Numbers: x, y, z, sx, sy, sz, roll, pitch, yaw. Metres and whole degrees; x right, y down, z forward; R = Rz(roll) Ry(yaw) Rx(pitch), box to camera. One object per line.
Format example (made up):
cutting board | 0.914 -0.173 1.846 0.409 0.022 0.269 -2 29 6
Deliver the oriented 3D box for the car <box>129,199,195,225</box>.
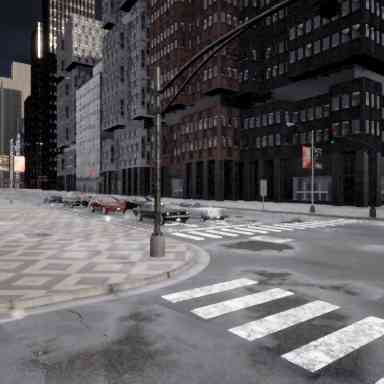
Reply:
car | -2.113 1.355 22.158 1.895 1.301 4.718 0 1 -36

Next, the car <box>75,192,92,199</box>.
car | -21.760 0.635 66.539 1.895 1.301 4.718 0 1 -36

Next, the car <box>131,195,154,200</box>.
car | -4.996 1.094 31.741 1.882 1.535 5.008 0 1 -36

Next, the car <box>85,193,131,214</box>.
car | -7.592 1.100 29.781 1.882 1.535 5.008 0 1 -36

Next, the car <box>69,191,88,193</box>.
car | -16.611 0.676 47.970 2.097 1.767 4.553 0 1 -35

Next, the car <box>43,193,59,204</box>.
car | -19.287 0.875 46.124 2.033 1.411 5.357 0 1 -35

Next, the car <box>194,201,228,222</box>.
car | 0.485 1.350 24.113 1.895 1.301 4.718 0 1 -36

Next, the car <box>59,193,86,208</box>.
car | -13.179 1.085 37.564 1.895 1.301 4.718 0 1 -36

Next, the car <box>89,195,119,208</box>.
car | -10.483 1.081 39.380 1.895 1.301 4.718 0 1 -36

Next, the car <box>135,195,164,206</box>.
car | -5.697 1.056 44.194 1.895 1.301 4.718 0 1 -36
